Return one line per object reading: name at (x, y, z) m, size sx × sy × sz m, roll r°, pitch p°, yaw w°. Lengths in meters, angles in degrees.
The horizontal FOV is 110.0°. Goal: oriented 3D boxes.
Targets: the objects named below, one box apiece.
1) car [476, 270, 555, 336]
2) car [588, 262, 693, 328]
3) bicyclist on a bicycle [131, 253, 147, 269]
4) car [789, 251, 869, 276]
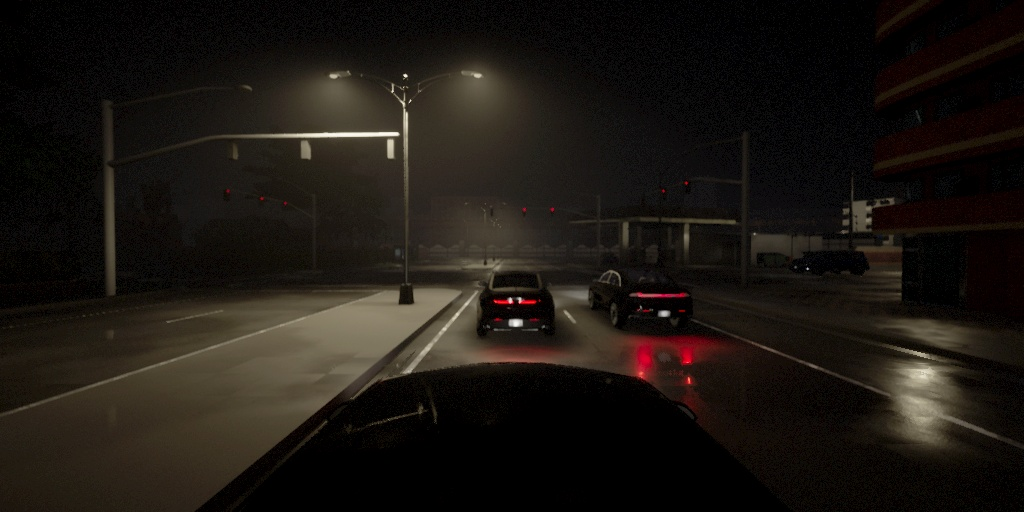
car at (0.097, 1.140, 10.011) m, size 1.837 × 1.490 × 4.892 m, roll 0°, pitch 1°, yaw 0°
car at (3.604, 1.115, 10.865) m, size 2.128 × 1.511 × 4.902 m, roll 0°, pitch 1°, yaw 0°
bicyclist on a bicycle at (-38.222, 0.563, 36.740) m, size 0.582 × 1.620 × 1.656 m, roll 0°, pitch 1°, yaw 0°
car at (26.471, 0.584, 29.993) m, size 5.566 × 2.045 × 2.150 m, roll 0°, pitch 1°, yaw -1°
